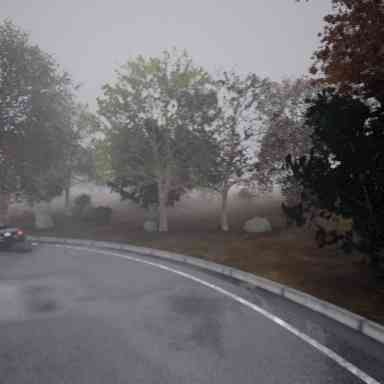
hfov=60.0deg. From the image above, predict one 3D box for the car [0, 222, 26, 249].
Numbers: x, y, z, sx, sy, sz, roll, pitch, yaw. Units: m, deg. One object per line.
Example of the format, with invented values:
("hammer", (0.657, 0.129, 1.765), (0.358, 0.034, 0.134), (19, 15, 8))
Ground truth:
("car", (-9.890, 1.853, 14.634), (5.357, 1.411, 2.033), (-1, 0, 22))
